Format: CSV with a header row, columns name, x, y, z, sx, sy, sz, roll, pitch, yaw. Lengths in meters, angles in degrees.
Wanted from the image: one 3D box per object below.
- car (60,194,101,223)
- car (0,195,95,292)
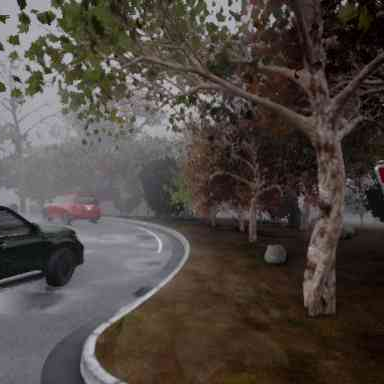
name,x,y,z,sx,sy,sz,roll,pitch,yaw
car,-8.524,1.154,23.359,2.150,2.045,5.566,0,0,-44
car,-4.573,1.197,6.500,2.150,2.045,5.566,0,0,20
